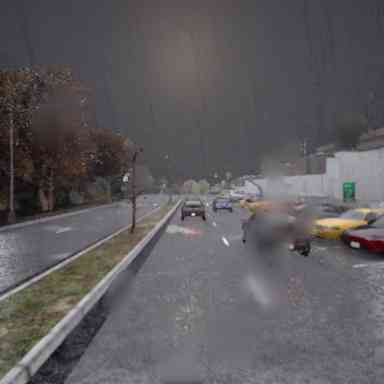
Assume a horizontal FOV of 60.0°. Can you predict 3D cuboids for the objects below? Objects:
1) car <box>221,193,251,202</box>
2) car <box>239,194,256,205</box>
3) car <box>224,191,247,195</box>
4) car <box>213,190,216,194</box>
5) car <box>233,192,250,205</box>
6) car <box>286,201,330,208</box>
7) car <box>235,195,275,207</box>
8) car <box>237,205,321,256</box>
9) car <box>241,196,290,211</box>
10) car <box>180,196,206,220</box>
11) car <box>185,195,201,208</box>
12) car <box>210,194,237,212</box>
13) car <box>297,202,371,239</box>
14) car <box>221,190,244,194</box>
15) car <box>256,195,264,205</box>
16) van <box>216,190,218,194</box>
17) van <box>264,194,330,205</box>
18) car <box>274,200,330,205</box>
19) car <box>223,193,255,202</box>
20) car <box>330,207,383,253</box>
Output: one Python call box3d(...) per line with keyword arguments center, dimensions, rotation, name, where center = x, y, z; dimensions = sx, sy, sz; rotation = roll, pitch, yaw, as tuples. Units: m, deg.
box3d(center=(8.057, 0.933, 60.336), dimensions=(4.892, 1.521, 2.231), rotation=(1, 0, -20), name="car")
box3d(center=(7.893, 1.247, 33.431), dimensions=(5.366, 1.575, 1.946), rotation=(0, 1, -20), name="car")
box3d(center=(8.074, 1.019, 51.385), dimensions=(4.892, 1.521, 2.231), rotation=(1, 1, -20), name="car")
box3d(center=(7.890, 0.832, 72.199), dimensions=(5.366, 1.575, 1.946), rotation=(1, 1, -20), name="car")
box3d(center=(7.893, 1.160, 39.397), dimensions=(5.366, 1.575, 1.946), rotation=(0, 1, -20), name="car")
box3d(center=(8.094, 1.459, 18.591), dimensions=(4.792, 1.488, 2.163), rotation=(1, 0, -20), name="car")
box3d(center=(8.061, 1.164, 42.446), dimensions=(4.674, 1.452, 2.002), rotation=(1, 1, -20), name="car")
box3d(center=(3.098, 1.478, 13.042), dimensions=(1.837, 1.490, 4.892), rotation=(0, 0, 0), name="car")
box3d(center=(8.092, 1.238, 36.493), dimensions=(4.792, 1.488, 2.163), rotation=(0, 1, -20), name="car")
box3d(center=(0.098, 1.356, 26.740), dimensions=(1.837, 1.490, 4.892), rotation=(0, 1, 0), name="car")
box3d(center=(0.095, 1.190, 42.898), dimensions=(1.994, 1.385, 4.181), rotation=(0, 1, 0), name="car")
box3d(center=(3.096, 1.287, 34.802), dimensions=(2.033, 1.411, 5.357), rotation=(0, 1, 0), name="car")
box3d(center=(7.896, 1.443, 15.521), dimensions=(5.366, 1.575, 1.946), rotation=(1, 1, -20), name="car")
box3d(center=(8.094, 0.735, 54.384), dimensions=(5.566, 2.045, 2.435), rotation=(1, 0, -20), name="car")
box3d(center=(8.039, 1.208, 27.520), dimensions=(4.553, 1.767, 2.185), rotation=(1, 1, -20), name="car")
box3d(center=(7.957, 0.633, 69.238), dimensions=(4.442, 1.987, 1.878), rotation=(1, 1, -20), name="van")
box3d(center=(7.962, 1.144, 24.492), dimensions=(4.442, 1.987, 1.878), rotation=(1, 1, -20), name="van")
box3d(center=(8.062, 1.440, 21.563), dimensions=(4.674, 1.452, 2.002), rotation=(1, 0, -20), name="car")
box3d(center=(8.070, 0.958, 57.351), dimensions=(5.008, 1.535, 2.097), rotation=(1, 1, -20), name="car")
box3d(center=(8.041, 1.495, 12.594), dimensions=(4.792, 1.488, 2.163), rotation=(1, 1, -20), name="car")
